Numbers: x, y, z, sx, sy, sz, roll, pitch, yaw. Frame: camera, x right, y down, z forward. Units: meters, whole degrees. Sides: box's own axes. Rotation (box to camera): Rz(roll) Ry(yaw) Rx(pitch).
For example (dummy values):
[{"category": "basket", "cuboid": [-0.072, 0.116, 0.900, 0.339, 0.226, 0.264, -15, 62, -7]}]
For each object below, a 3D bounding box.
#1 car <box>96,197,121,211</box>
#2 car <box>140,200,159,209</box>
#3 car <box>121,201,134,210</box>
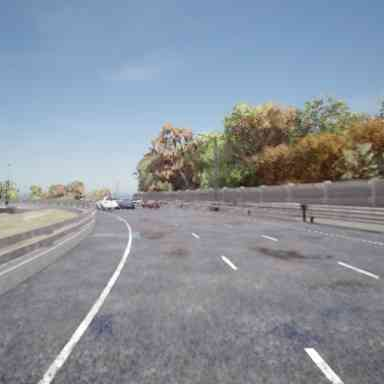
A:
[{"category": "car", "cuboid": [-13.163, 1.780, 51.295, 2.150, 2.045, 5.566, 0, -1, -29]}, {"category": "car", "cuboid": [-6.900, 2.044, 54.252, 1.812, 1.442, 4.674, 0, -1, -29]}, {"category": "car", "cuboid": [-10.915, 2.123, 54.238, 1.994, 1.385, 4.181, 0, -1, -30]}]
